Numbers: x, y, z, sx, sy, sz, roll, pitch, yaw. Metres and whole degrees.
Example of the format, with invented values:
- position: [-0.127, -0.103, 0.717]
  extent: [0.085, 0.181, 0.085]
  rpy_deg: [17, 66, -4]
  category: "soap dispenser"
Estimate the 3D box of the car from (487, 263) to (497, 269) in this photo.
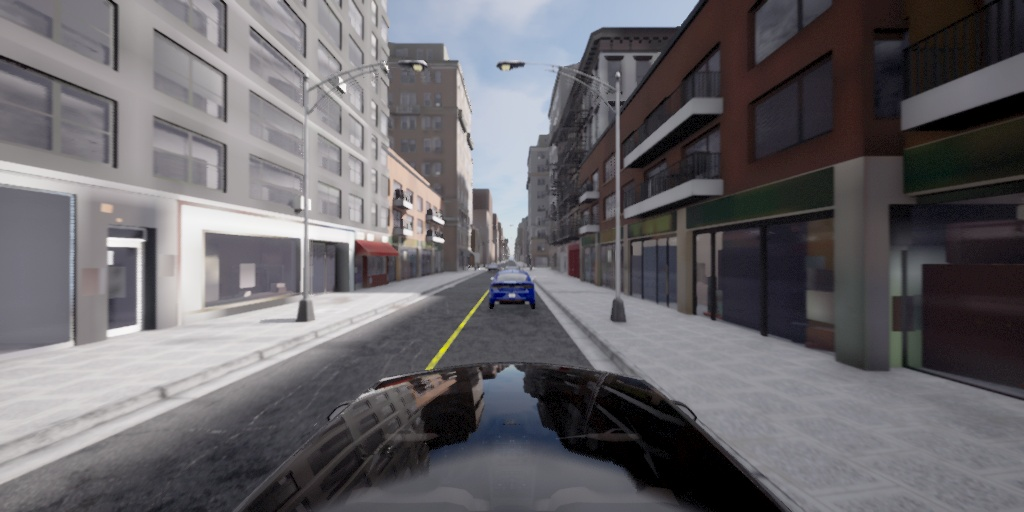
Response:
- position: [-3.074, 1.911, 59.784]
  extent: [2.033, 1.411, 5.357]
  rpy_deg: [0, -1, 1]
  category: "car"

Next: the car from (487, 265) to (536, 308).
- position: [0.028, 1.372, 16.091]
  extent: [1.882, 1.535, 5.008]
  rpy_deg: [0, 0, 1]
  category: "car"
